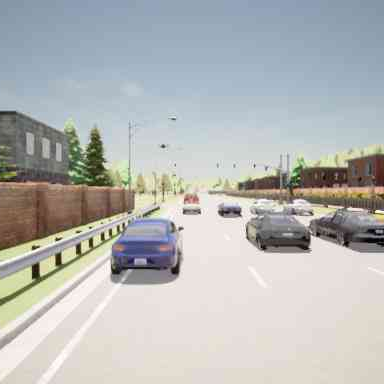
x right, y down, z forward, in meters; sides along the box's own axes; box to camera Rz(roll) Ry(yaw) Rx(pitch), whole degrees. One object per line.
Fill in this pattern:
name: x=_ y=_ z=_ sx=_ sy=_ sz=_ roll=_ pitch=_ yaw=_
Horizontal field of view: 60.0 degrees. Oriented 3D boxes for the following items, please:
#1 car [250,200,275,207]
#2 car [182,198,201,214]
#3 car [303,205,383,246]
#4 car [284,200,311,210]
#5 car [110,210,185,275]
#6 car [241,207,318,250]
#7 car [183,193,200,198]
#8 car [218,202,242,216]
car: x=7.008 y=1.503 z=33.052 sx=1.812 sy=1.442 sz=4.674 roll=0 pitch=0 yaw=0
car: x=-0.017 y=1.576 z=35.394 sx=1.895 sy=1.301 sz=4.718 roll=0 pitch=0 yaw=0
car: x=7.064 y=1.537 z=15.075 sx=2.033 sy=1.411 sz=5.357 roll=0 pitch=0 yaw=0
car: x=10.509 y=1.504 z=32.894 sx=1.812 sy=1.442 sz=4.674 roll=0 pitch=0 yaw=0
car: x=-1.250 y=1.519 z=10.345 sx=1.812 sy=1.442 sz=4.674 roll=0 pitch=0 yaw=0
car: x=3.566 y=1.554 z=14.398 sx=1.994 sy=1.385 sz=4.181 roll=0 pitch=0 yaw=0
car: x=-0.073 y=1.191 z=45.279 sx=2.150 sy=2.045 sz=5.566 roll=0 pitch=0 yaw=0
car: x=3.526 y=1.579 z=31.871 sx=1.895 sy=1.301 sz=4.718 roll=0 pitch=0 yaw=0
